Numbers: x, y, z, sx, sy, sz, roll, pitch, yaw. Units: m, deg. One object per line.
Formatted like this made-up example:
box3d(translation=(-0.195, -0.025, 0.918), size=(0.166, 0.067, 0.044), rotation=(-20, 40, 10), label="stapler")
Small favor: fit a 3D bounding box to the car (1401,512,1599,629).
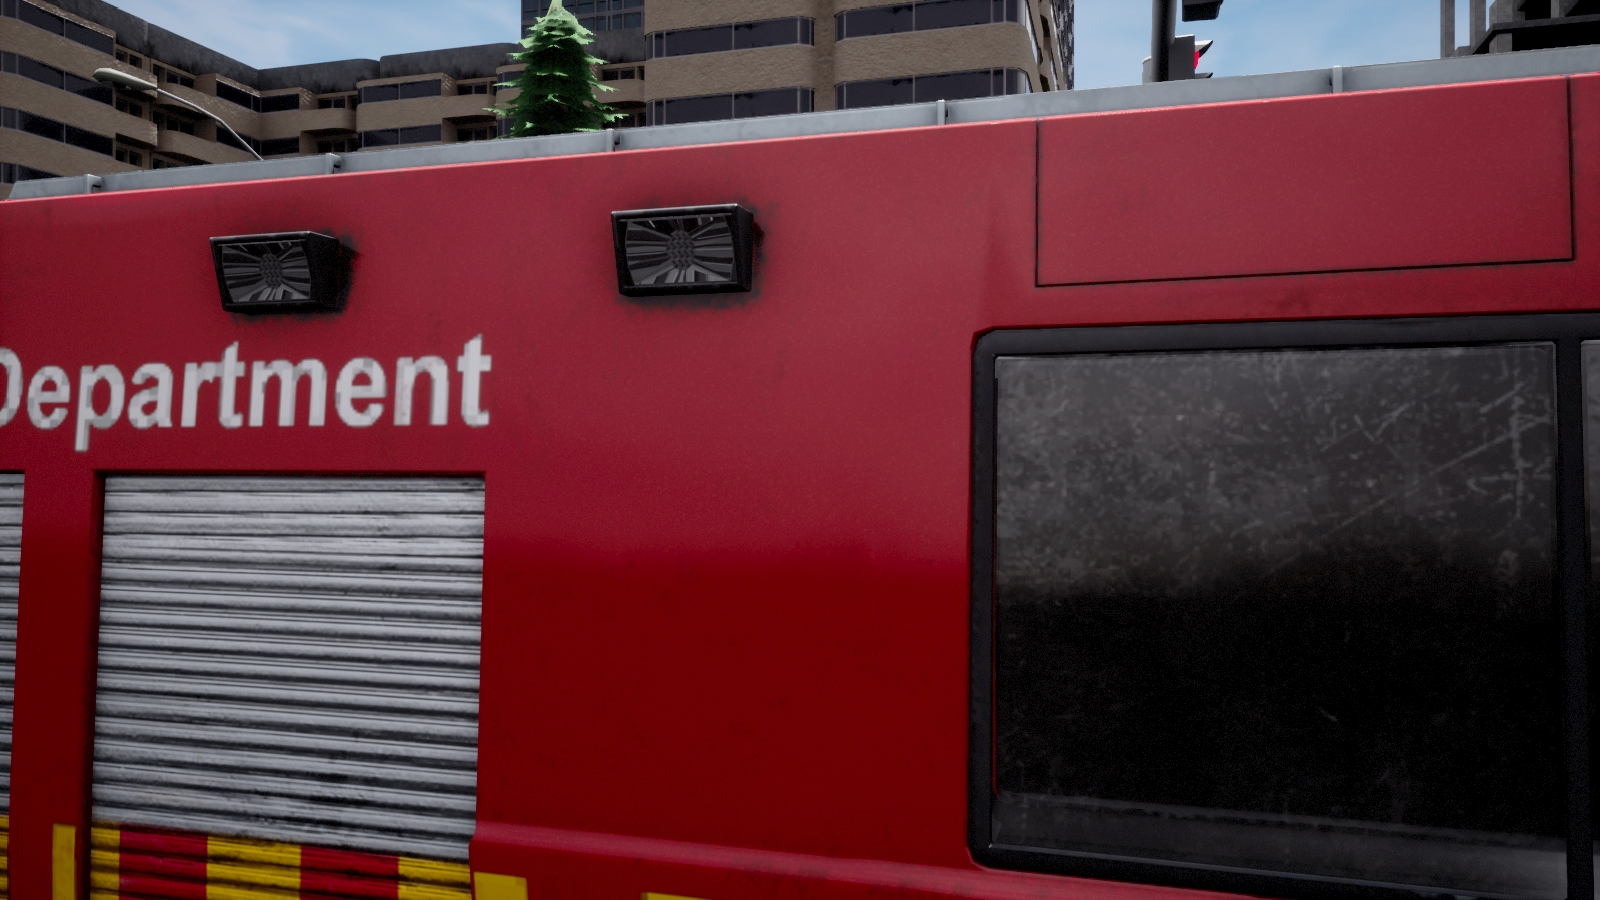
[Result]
box3d(translation=(12.484, 2.037, 20.491), size=(2.038, 1.542, 4.974), rotation=(0, 0, 16), label="car")
